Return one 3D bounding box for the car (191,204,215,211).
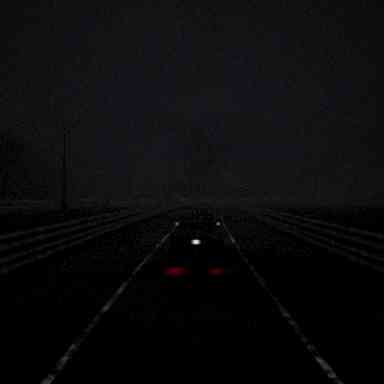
[{"bbox_3d":[0.912,1.778,28.363,2.128,1.511,4.902,0,0,4],"label":"car"}]

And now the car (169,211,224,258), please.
[{"bbox_3d":[0.214,1.700,13.388,1.994,1.385,4.181,0,0,2],"label":"car"}]
